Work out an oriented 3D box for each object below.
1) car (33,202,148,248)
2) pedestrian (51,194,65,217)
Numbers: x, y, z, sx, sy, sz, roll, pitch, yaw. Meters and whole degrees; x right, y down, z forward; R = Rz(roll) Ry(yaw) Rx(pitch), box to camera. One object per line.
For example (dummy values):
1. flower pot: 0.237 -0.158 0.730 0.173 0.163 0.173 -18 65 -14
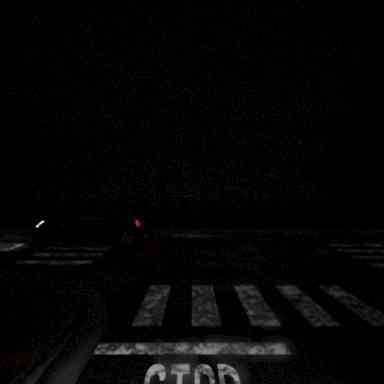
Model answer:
1. car: -4.196 1.289 14.082 4.553 1.767 2.097 0 1 0
2. pedestrian: -6.870 0.991 16.982 0.375 1.860 0.375 0 1 0
